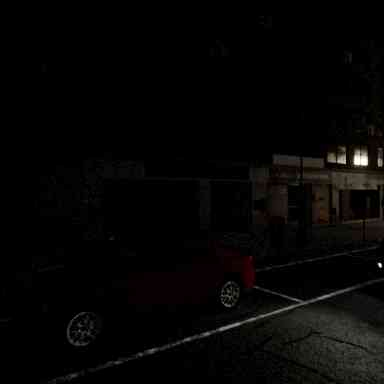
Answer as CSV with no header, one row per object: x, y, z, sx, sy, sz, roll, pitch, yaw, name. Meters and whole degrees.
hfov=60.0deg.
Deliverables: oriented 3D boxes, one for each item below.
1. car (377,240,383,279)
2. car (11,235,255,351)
6.868,1.221,8.279,5.566,2.045,2.150,0,0,-36,car
-0.813,1.545,6.185,4.507,1.381,1.887,0,0,-35,car
